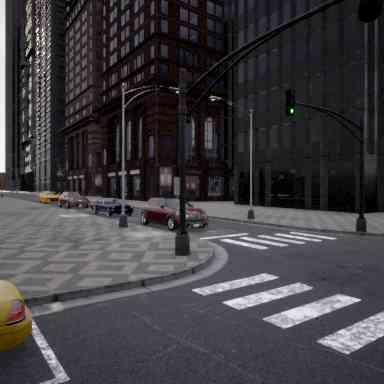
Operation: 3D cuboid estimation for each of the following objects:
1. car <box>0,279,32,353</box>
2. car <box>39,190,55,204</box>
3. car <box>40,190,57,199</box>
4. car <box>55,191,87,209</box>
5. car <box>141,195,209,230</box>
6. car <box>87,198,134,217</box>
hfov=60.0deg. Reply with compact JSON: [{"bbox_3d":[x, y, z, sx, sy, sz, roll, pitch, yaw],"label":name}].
[{"bbox_3d":[-4.403,1.525,3.508,4.829,1.417,1.752,0,0,-35],"label":"car"},{"bbox_3d":[-18.276,0.668,42.773,1.882,1.535,5.008,0,1,-35],"label":"car"},{"bbox_3d":[-24.731,0.466,57.116,1.812,1.442,4.674,0,1,-35],"label":"car"},{"bbox_3d":[-12.203,0.723,34.288,2.097,1.767,4.553,0,1,-36],"label":"car"},{"bbox_3d":[-1.066,1.072,18.833,2.097,1.767,4.553,0,1,-36],"label":"car"},{"bbox_3d":[-6.333,1.153,26.138,1.895,1.301,4.718,0,1,-36],"label":"car"}]
